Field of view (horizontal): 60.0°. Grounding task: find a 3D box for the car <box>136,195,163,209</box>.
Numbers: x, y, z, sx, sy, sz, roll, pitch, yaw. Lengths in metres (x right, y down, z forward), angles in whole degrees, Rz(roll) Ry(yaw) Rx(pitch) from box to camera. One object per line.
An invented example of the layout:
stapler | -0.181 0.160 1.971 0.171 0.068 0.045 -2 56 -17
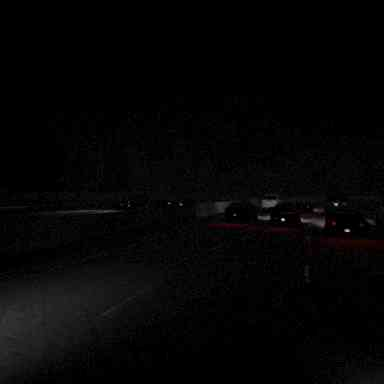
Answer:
car | -4.559 1.550 42.572 2.128 1.511 4.902 0 0 25

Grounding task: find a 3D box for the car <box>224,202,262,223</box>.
car | 4.002 1.526 26.429 1.882 1.535 5.008 0 0 21

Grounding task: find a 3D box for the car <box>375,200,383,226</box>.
car | 13.082 1.280 20.874 2.150 2.045 5.566 0 0 21

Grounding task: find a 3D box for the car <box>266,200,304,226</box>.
car | 6.856 1.556 24.130 1.837 1.490 4.892 0 0 21

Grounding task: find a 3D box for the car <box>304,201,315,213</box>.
car | 12.926 1.686 38.227 1.895 1.301 4.718 0 0 25

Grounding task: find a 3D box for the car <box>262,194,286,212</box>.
car | 9.933 1.305 40.089 2.150 2.045 5.566 0 0 26

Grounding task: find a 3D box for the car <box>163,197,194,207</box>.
car | -1.290 1.411 41.307 2.097 1.767 4.553 0 0 25

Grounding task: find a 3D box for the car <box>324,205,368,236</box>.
car | 8.561 1.646 18.766 1.895 1.301 4.718 0 0 20

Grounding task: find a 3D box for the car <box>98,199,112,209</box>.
car | -10.759 1.657 45.851 1.895 1.301 4.718 0 0 25

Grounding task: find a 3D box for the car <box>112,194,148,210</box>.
car | -7.666 1.262 44.195 2.150 2.045 5.566 0 0 25

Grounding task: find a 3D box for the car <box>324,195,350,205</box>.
car | 14.682 1.303 33.742 2.150 2.045 5.566 0 0 25
